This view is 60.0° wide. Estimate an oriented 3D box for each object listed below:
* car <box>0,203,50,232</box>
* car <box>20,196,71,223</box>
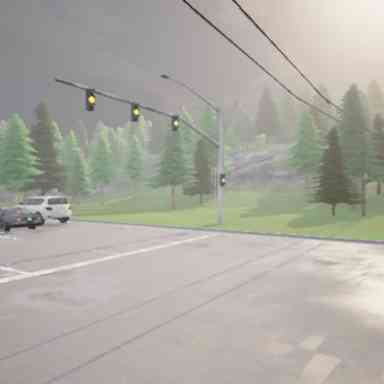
[{"bbox_3d":[-11.484,1.646,20.782,5.357,1.411,2.033,0,0,36],"label":"car"},{"bbox_3d":[-11.415,1.333,25.033,5.566,2.045,2.150,0,0,36],"label":"car"}]
